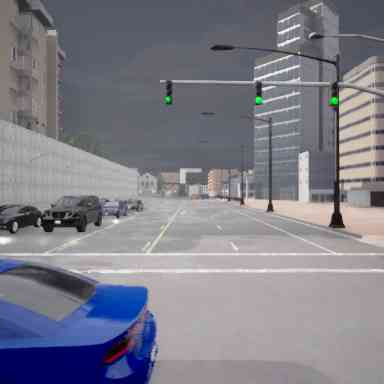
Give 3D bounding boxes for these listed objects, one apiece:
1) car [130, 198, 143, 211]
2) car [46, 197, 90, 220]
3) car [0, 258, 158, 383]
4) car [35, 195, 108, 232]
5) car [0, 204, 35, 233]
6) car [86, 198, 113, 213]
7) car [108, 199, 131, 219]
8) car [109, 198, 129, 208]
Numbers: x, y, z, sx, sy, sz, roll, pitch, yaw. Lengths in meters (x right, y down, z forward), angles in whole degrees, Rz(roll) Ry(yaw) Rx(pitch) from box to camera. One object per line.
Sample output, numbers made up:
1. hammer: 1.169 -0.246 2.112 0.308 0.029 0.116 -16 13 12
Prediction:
1. car: -7.118 1.527 40.361 2.128 1.511 4.902 0 0 0
2. car: -10.620 1.377 28.813 2.097 1.767 4.553 0 0 0
3. car: -2.883 1.485 3.449 5.008 1.535 1.882 0 0 0
4. car: -7.110 1.239 20.378 2.150 2.045 5.566 0 0 0
5. car: -10.614 1.522 19.746 1.837 1.490 4.892 0 0 0
6. car: -10.620 1.539 38.631 1.837 1.490 4.892 0 0 0
7. car: -7.119 1.552 30.019 1.812 1.442 4.674 0 0 0
8. car: -10.589 1.644 48.691 1.895 1.301 4.718 0 0 0
